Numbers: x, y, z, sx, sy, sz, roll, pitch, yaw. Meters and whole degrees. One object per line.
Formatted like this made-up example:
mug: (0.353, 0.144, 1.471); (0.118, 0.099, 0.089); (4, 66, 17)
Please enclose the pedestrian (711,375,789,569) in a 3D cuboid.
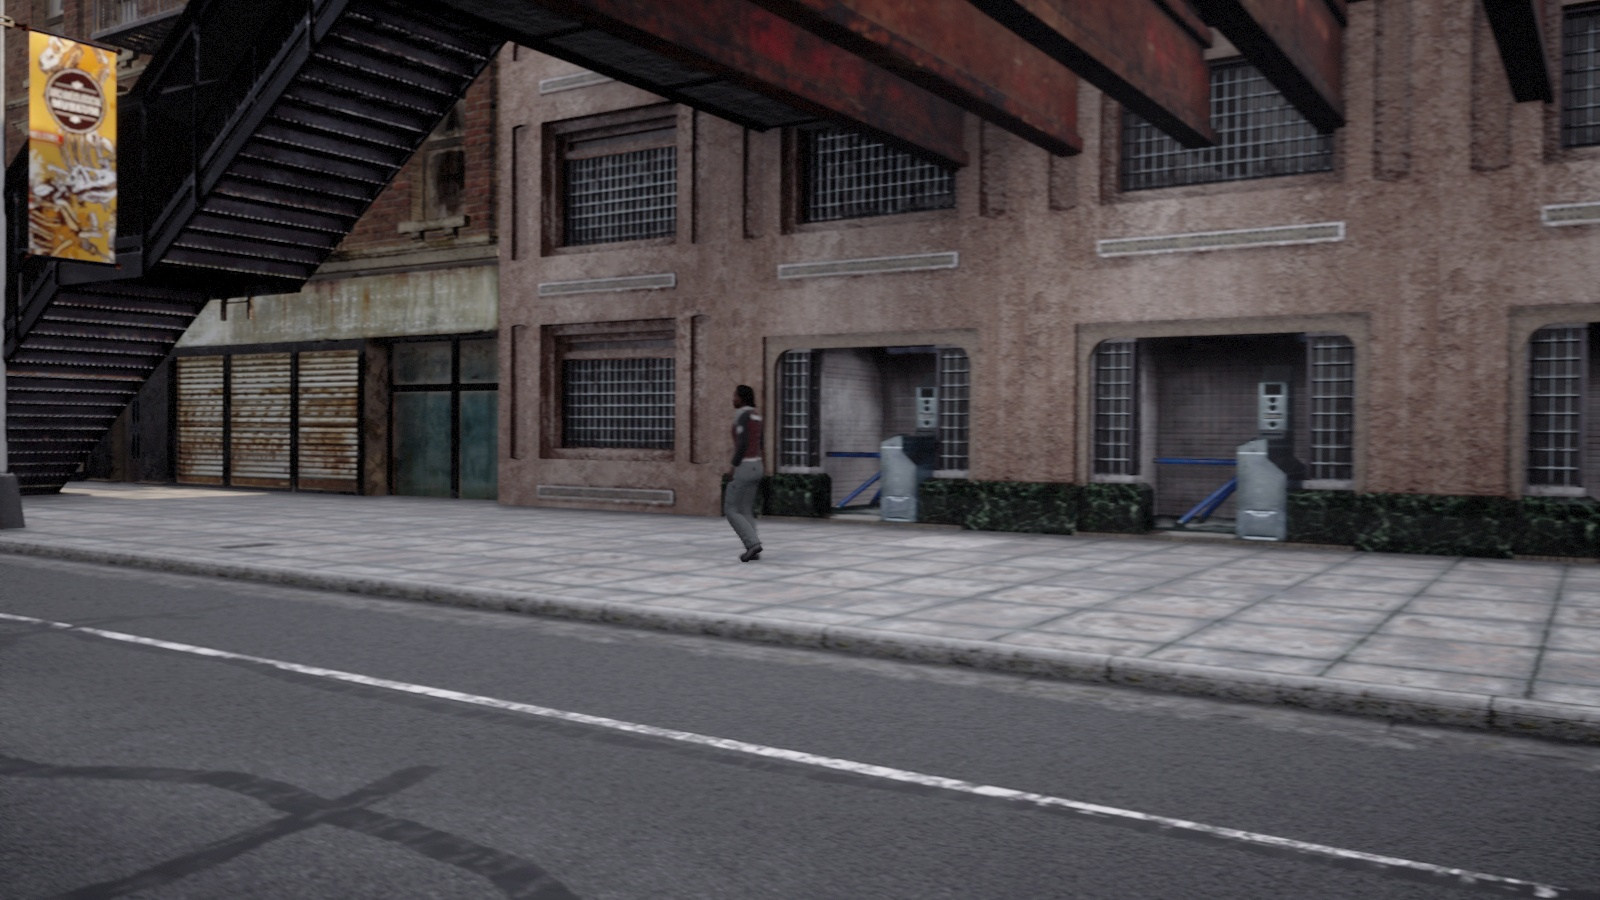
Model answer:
pedestrian: (-0.514, 0.217, 12.863); (0.666, 1.930, 0.402); (0, 1, 27)
